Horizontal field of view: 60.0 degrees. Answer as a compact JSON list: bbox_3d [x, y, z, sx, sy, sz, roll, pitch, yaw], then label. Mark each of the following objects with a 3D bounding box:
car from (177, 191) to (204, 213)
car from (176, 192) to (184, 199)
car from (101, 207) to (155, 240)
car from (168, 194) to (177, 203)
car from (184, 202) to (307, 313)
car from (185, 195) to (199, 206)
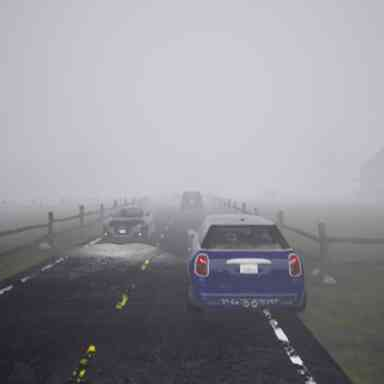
[{"bbox_3d":[-0.008,0.928,32.512,2.150,2.045,5.566,0,0,0],"label":"car"},{"bbox_3d":[-2.907,0.834,82.109,1.812,1.442,4.674,0,0,0],"label":"car"},{"bbox_3d":[-2.879,1.418,15.782,1.994,1.385,4.181,0,1,0],"label":"car"},{"bbox_3d":[-2.936,1.033,56.713,1.812,1.442,4.674,0,1,0],"label":"car"},{"bbox_3d":[0.947,1.279,7.678,2.097,1.767,4.553,0,1,0],"label":"car"},{"bbox_3d":[-0.040,1.118,46.357,1.812,1.442,4.674,0,0,0],"label":"car"}]
